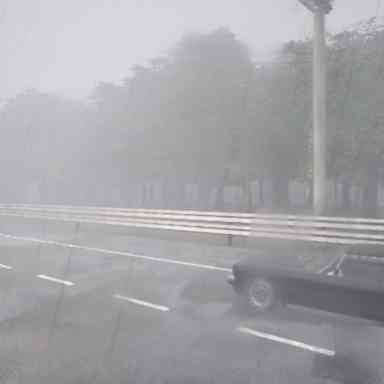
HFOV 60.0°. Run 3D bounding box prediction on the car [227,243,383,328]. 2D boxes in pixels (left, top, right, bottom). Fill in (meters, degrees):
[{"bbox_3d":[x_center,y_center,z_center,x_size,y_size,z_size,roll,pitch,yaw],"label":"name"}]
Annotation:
[{"bbox_3d":[3.039,1.602,6.000,4.718,1.301,1.895,0,0,36],"label":"car"}]
